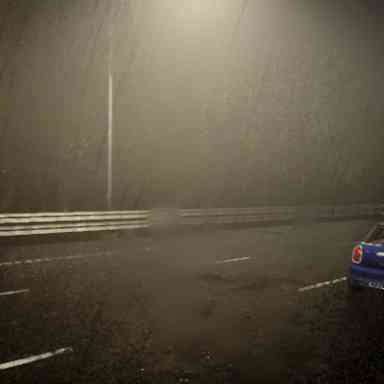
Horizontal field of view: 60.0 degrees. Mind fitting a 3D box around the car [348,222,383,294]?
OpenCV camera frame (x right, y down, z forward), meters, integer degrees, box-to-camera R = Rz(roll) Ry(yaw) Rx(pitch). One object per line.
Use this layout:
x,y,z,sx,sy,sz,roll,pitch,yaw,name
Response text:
5.675,1.432,8.032,4.553,1.767,2.097,1,-1,-41,car
